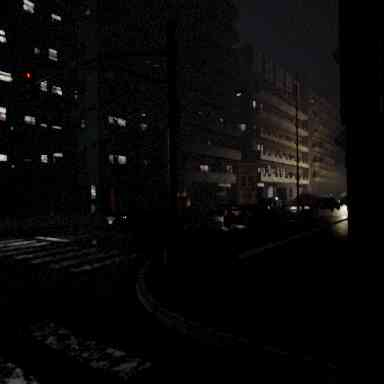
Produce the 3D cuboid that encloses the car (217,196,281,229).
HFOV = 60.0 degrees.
[{"bbox_3d":[3.541,1.199,19.362,1.967,1.590,4.097,-1,0,36],"label":"car"}]

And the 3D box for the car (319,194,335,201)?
[{"bbox_3d":[26.670,1.082,65.577,2.008,1.369,4.403,-1,0,36],"label":"car"}]

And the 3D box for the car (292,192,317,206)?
[{"bbox_3d":[15.248,1.003,45.376,2.097,1.767,4.553,-1,0,37],"label":"car"}]

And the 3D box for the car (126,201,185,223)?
[{"bbox_3d":[-2.677,1.456,25.400,1.887,1.381,4.507,-1,0,36],"label":"car"}]

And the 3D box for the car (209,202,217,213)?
[{"bbox_3d":[3.341,1.381,33.515,2.008,1.369,4.403,-1,0,36],"label":"car"}]

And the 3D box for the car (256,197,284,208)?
[{"bbox_3d":[10.007,1.308,42.676,1.947,1.339,4.313,-1,0,36],"label":"car"}]

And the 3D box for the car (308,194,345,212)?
[{"bbox_3d":[13.449,1.195,33.165,1.947,1.339,4.313,-1,0,36],"label":"car"}]

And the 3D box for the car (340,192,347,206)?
[{"bbox_3d":[20.113,1.086,42.326,1.887,1.381,4.507,-1,0,36],"label":"car"}]

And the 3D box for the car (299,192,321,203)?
[{"bbox_3d":[20.001,0.929,56.417,2.192,1.841,5.009,-1,0,36],"label":"car"}]

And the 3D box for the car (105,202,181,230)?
[{"bbox_3d":[-3.063,1.387,20.326,2.128,1.511,4.902,-1,0,36],"label":"car"}]

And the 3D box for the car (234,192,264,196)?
[{"bbox_3d":[5.117,1.009,31.572,2.150,2.045,5.566,-1,-1,36],"label":"car"}]
